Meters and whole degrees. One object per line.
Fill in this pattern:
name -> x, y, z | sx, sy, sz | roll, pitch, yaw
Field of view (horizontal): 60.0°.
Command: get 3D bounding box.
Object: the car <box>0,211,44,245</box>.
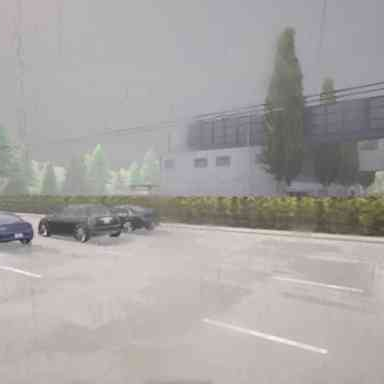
car -> -8.722, 1.566, 14.494 | 4.674, 1.442, 1.812 | 0, 0, 36

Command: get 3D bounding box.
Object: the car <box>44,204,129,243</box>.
car -> -5.662, 1.390, 16.605 | 4.553, 1.767, 2.097 | 0, 0, 36

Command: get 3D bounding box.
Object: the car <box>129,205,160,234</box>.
car -> -4.101, 1.544, 19.793 | 4.892, 1.490, 1.837 | 0, 0, 36
